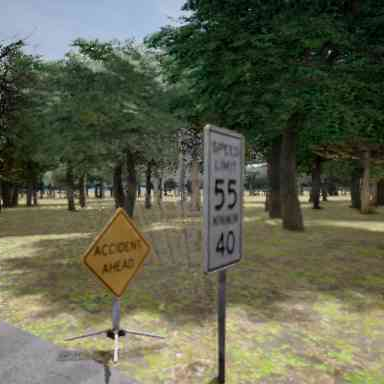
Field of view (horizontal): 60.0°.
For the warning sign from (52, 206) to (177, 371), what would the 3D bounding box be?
[{"bbox_3d":[-1.056,1.158,4.711,1.060,1.860,1.300,1,-1,36],"label":"warning sign"}]
